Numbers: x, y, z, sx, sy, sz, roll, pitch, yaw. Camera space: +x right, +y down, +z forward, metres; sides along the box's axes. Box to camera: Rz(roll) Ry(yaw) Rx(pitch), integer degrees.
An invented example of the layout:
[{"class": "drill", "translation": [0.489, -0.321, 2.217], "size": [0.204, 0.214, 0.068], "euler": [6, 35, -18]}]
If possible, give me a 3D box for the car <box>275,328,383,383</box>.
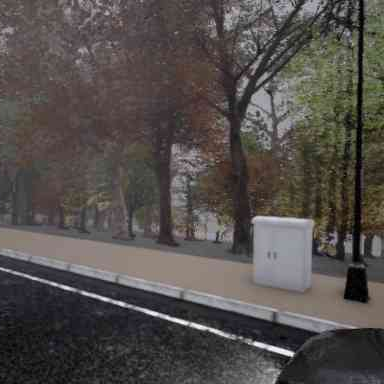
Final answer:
[{"class": "car", "translation": [2.519, 1.573, 1.887], "size": [4.181, 1.385, 1.994], "euler": [1, 0, 35]}]
